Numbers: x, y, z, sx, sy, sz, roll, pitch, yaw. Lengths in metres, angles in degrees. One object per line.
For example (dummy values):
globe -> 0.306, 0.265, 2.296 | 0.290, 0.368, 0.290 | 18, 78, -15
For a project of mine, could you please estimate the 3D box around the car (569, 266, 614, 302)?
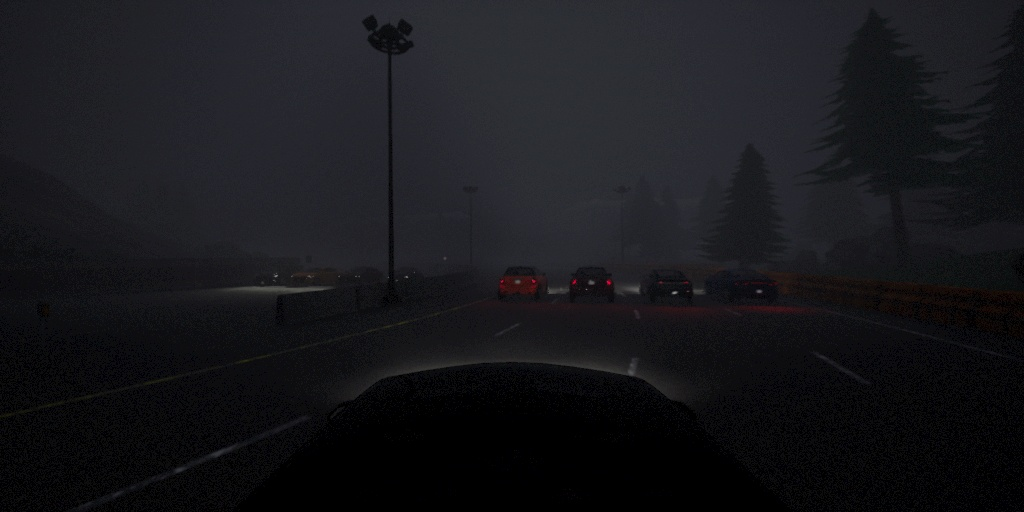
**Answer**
car -> 4.106, 1.284, 18.655 | 2.097, 1.767, 4.553 | 0, -1, 12

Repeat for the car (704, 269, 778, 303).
car -> 11.128, 1.363, 17.792 | 1.882, 1.535, 5.008 | 0, 0, 12

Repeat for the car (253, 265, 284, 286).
car -> -19.126, 1.522, 29.885 | 2.097, 1.767, 4.553 | -1, -1, 3

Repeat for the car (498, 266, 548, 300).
car -> 0.710, 1.303, 19.488 | 2.097, 1.767, 4.553 | 0, -1, 12

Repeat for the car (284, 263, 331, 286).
car -> -15.671, 1.583, 29.085 | 1.882, 1.535, 5.008 | 0, -2, 4

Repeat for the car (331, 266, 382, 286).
car -> -12.161, 1.566, 29.078 | 1.882, 1.535, 5.008 | 0, -1, 4

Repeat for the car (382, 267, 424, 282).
car -> -8.630, 1.614, 29.429 | 1.812, 1.442, 4.674 | 0, -1, 4

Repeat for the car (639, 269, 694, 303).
car -> 7.574, 1.401, 17.903 | 2.128, 1.511, 4.902 | 0, 0, 13
